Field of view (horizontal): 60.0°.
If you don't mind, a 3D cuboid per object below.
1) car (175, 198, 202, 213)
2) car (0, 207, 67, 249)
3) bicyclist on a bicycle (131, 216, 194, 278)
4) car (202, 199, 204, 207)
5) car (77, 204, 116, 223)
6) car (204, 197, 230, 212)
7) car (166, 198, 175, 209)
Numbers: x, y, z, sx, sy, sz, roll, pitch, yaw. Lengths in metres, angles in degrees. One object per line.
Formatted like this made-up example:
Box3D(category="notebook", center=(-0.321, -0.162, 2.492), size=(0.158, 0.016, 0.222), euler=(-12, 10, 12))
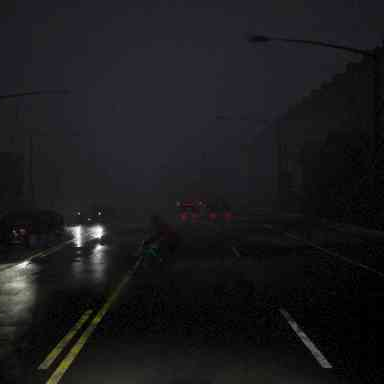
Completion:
Box3D(category="car", center=(-0.470, 1.491, 36.603), size=(2.128, 1.511, 4.902), euler=(0, 0, -3))
Box3D(category="car", center=(-7.233, 1.478, 14.753), size=(1.882, 1.535, 5.008), euler=(0, 0, -1))
Box3D(category="bicyclist on a bicycle", center=(-0.781, 1.455, 8.656), size=(1.656, 1.620, 0.582), euler=(-2, 0, -1))
Box3D(category="car", center=(0.954, 1.601, 47.950), size=(1.895, 1.301, 4.718), euler=(0, 0, -20))
Box3D(category="car", center=(-7.250, 1.600, 25.558), size=(1.895, 1.301, 4.718), euler=(0, 0, -1))
Box3D(category="car", center=(2.944, 1.352, 38.144), size=(2.097, 1.767, 4.553), euler=(0, 0, -4))
Box3D(category="car", center=(-2.143, 1.547, 46.840), size=(2.033, 1.411, 5.357), euler=(0, 0, -21))
